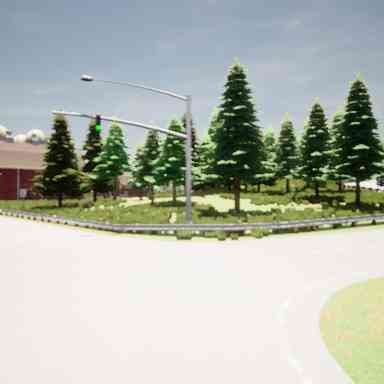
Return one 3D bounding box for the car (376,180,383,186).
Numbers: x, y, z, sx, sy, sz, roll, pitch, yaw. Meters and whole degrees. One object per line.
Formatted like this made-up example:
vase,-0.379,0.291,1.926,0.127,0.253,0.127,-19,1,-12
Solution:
car,29.518,-1.684,50.992,1.837,1.490,4.892,0,5,22
